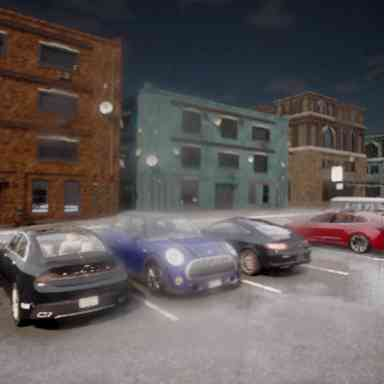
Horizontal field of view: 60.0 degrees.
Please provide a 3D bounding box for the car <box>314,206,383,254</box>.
[{"bbox_3d":[6.001,1.508,13.760,2.163,1.488,4.792,0,0,-35],"label":"car"}]

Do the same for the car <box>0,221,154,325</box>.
[{"bbox_3d":[-3.043,1.482,7.267,2.231,1.521,4.892,0,0,-35],"label":"car"}]

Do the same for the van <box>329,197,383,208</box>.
[{"bbox_3d":[8.267,1.251,15.484,1.878,1.987,4.442,0,0,-36],"label":"van"}]

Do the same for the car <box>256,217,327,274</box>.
[{"bbox_3d":[1.488,1.521,10.502,2.002,1.452,4.674,0,0,-35],"label":"car"}]

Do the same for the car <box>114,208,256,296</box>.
[{"bbox_3d":[-0.798,1.356,8.914,2.185,1.767,4.553,0,0,-35],"label":"car"}]
